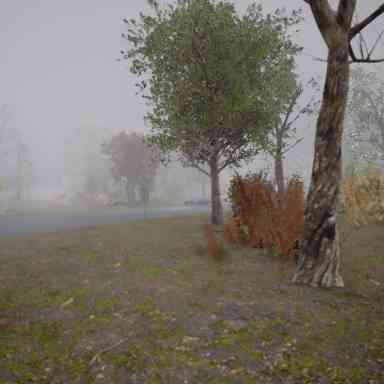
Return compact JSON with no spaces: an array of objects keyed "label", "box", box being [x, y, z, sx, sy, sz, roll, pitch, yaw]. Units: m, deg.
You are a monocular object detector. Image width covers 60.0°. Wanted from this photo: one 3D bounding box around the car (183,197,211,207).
[{"label":"car","box":[0.740,1.351,46.145,1.895,1.301,4.718,0,0,31]}]
